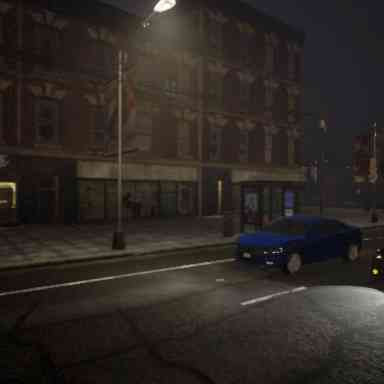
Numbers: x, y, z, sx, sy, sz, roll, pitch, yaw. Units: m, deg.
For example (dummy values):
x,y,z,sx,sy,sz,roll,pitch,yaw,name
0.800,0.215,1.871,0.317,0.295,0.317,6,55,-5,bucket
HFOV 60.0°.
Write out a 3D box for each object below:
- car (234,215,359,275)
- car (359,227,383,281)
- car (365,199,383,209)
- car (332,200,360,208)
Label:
x,y,z,sx,sy,sz,roll,pitch,yaw,name
3.587,1.532,10.867,5.008,1.535,1.882,0,0,-36,car
6.461,1.625,8.648,4.181,1.385,1.994,0,0,-36,car
28.888,1.846,51.506,1.812,1.442,4.674,0,0,-9,car
24.883,1.909,53.899,1.895,1.301,4.718,0,0,-13,car
